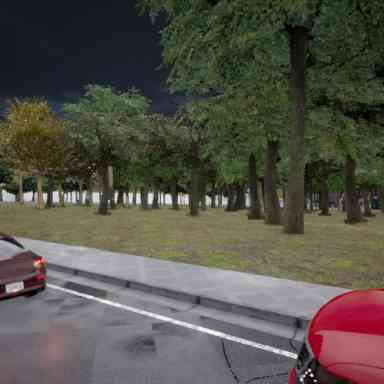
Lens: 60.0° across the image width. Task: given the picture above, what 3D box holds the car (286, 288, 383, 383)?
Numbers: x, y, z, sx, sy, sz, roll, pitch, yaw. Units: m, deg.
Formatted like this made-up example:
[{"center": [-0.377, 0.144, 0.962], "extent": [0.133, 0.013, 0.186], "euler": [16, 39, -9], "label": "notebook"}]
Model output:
[{"center": [3.225, 1.222, 1.384], "extent": [5.566, 2.045, 2.150], "euler": [0, 0, 35], "label": "car"}]

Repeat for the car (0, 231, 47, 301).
[{"center": [-5.014, 1.524, 7.249], "extent": [4.674, 1.442, 1.812], "euler": [0, 0, 36], "label": "car"}]
